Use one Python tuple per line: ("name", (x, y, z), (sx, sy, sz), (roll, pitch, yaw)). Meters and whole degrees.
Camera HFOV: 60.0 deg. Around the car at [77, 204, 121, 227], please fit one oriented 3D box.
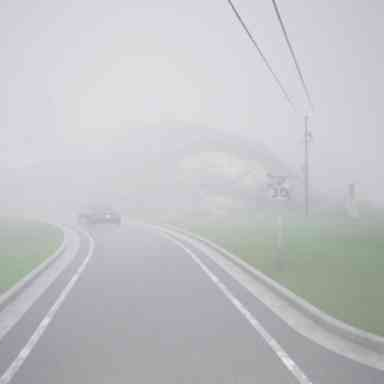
("car", (-6.284, 1.478, 22.278), (1.994, 1.385, 4.181), (-1, 0, -32))
